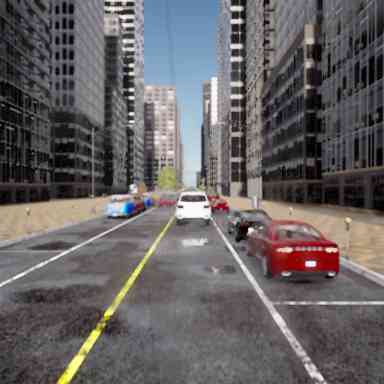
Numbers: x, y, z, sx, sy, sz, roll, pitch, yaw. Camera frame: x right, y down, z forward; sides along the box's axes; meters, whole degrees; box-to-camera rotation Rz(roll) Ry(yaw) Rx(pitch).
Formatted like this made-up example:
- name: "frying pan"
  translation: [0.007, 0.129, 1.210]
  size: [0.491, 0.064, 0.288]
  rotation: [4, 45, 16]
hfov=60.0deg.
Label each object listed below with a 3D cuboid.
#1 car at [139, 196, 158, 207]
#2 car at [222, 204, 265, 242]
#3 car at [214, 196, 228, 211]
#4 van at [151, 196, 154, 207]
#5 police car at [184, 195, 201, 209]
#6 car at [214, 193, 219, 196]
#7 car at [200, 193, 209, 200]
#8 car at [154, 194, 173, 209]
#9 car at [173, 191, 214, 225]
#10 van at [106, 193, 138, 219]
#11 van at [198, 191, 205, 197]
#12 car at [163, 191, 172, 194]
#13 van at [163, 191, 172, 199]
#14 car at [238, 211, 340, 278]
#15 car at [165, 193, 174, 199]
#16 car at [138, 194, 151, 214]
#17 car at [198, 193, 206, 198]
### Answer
- name: "car"
  translation: [-5.709, 1.217, 43.762]
  size: [1.887, 1.381, 4.507]
  rotation: [0, 0, 0]
- name: "car"
  translation: [2.683, 1.455, 15.425]
  size: [1.947, 1.339, 4.313]
  rotation: [0, 0, 0]
- name: "car"
  translation: [2.676, 1.344, 32.429]
  size: [1.802, 1.307, 4.206]
  rotation: [0, 0, 0]
- name: "van"
  translation: [-5.707, 1.059, 38.093]
  size: [1.690, 1.788, 3.998]
  rotation: [0, 0, 0]
- name: "police car"
  translation: [0.083, 1.195, 41.440]
  size: [2.038, 1.542, 4.974]
  rotation: [0, 0, 0]
- name: "car"
  translation: [2.671, 0.988, 43.763]
  size: [2.192, 1.841, 5.009]
  rotation: [0, 0, 0]
- name: "car"
  translation: [2.660, 0.990, 72.105]
  size: [1.887, 1.381, 4.507]
  rotation: [0, 0, 0]
- name: "car"
  translation: [-3.111, 1.301, 40.329]
  size: [1.895, 1.301, 4.718]
  rotation: [0, 0, 0]
- name: "car"
  translation: [0.092, 1.055, 22.803]
  size: [2.150, 2.045, 5.566]
  rotation: [0, 0, 0]
- name: "van"
  translation: [-5.703, 1.146, 26.757]
  size: [1.690, 1.788, 3.998]
  rotation: [0, 0, 0]
- name: "van"
  translation: [2.651, 0.592, 94.778]
  size: [1.690, 1.788, 3.998]
  rotation: [0, 1, 0]
- name: "car"
  translation: [-5.720, 1.011, 72.103]
  size: [1.947, 1.339, 4.313]
  rotation: [0, 0, 0]
- name: "van"
  translation: [-5.723, 0.741, 77.769]
  size: [1.690, 1.788, 3.998]
  rotation: [0, 0, 0]
- name: "car"
  translation: [2.685, 1.475, 9.757]
  size: [1.887, 1.381, 4.507]
  rotation: [0, 0, 0]
- name: "car"
  translation: [-5.725, 0.918, 83.440]
  size: [1.947, 1.339, 4.313]
  rotation: [0, 0, 0]
- name: "car"
  translation: [-5.705, 1.077, 32.424]
  size: [2.192, 1.841, 5.009]
  rotation: [0, 0, 0]
- name: "car"
  translation: [2.654, 0.884, 89.112]
  size: [1.802, 1.307, 4.206]
  rotation: [0, 1, 0]
